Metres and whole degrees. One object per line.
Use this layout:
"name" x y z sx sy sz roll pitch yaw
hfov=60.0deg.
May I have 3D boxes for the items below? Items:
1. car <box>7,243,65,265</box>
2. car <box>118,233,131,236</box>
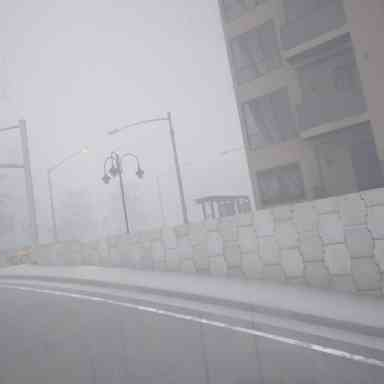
"car" -13.699 5.364 29.563 1.882 1.535 5.008 -14 -8 35
"car" -7.858 5.457 37.496 1.895 1.301 4.718 -14 -8 35
